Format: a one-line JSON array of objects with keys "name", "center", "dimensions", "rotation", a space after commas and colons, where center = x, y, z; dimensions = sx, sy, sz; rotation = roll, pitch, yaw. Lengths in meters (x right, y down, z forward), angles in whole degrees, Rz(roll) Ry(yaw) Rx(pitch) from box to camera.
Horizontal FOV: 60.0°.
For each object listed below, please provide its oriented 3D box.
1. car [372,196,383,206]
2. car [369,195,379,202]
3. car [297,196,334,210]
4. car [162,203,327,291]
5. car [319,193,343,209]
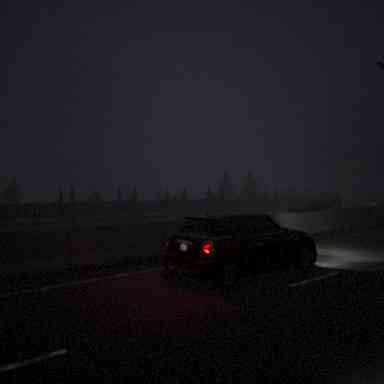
[{"name": "car", "center": [21.021, 1.426, 35.354], "dimensions": [1.994, 1.385, 4.181], "rotation": [0, 0, 42]}, {"name": "car", "center": [35.436, 1.286, 64.171], "dimensions": [1.994, 1.385, 4.181], "rotation": [0, 0, 25]}, {"name": "car", "center": [10.419, 1.414, 29.925], "dimensions": [5.008, 1.535, 1.882], "rotation": [0, 0, -41]}, {"name": "car", "center": [1.492, 1.346, 9.321], "dimensions": [4.553, 1.767, 2.097], "rotation": [0, 0, -37]}, {"name": "car", "center": [16.733, 1.114, 40.983], "dimensions": [2.150, 2.045, 5.566], "rotation": [0, 0, 41]}]
